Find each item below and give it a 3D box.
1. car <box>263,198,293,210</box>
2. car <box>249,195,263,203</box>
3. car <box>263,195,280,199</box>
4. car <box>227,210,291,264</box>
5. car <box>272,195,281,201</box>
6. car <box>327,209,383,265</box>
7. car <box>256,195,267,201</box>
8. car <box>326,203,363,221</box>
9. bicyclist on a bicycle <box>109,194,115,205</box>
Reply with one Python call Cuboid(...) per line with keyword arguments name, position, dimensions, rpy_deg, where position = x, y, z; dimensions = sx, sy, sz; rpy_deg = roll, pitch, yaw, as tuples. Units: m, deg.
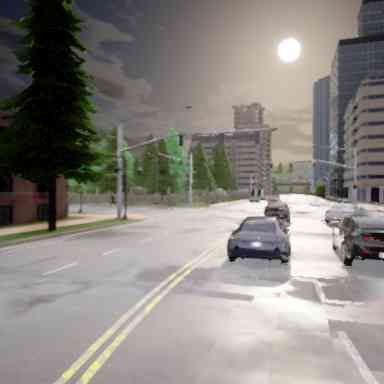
Cuboid(name="car", position=(6.580, 1.508, 25.595), dimensions=(1.837, 1.490, 4.892), rpy_deg=(0, 0, 18))
Cuboid(name="car", position=(12.786, 1.574, 68.062), dimensions=(1.895, 1.301, 4.718), rpy_deg=(0, 0, 17))
Cuboid(name="car", position=(16.160, 1.356, 67.120), dimensions=(2.097, 1.767, 4.553), rpy_deg=(0, 0, 17))
Cuboid(name="car", position=(2.513, 1.561, 11.986), dimensions=(1.994, 1.385, 4.181), rpy_deg=(0, 0, 16))
Cuboid(name="car", position=(20.763, 1.503, 81.978), dimensions=(1.837, 1.490, 4.892), rpy_deg=(0, 0, 17))
Cuboid(name="car", position=(5.972, 1.521, 11.392), dimensions=(1.837, 1.490, 4.892), rpy_deg=(0, -1, 17))
Cuboid(name="car", position=(17.420, 1.521, 83.014), dimensions=(2.033, 1.411, 5.357), rpy_deg=(0, 0, 17))
Cuboid(name="car", position=(11.466, 1.559, 24.651), dimensions=(1.812, 1.442, 4.674), rpy_deg=(0, 0, 43))
Cuboid(name="bicyclist on a bicycle", position=(-12.167, 1.153, 50.715), dimensions=(0.582, 1.620, 1.656), rpy_deg=(0, 0, 17))
